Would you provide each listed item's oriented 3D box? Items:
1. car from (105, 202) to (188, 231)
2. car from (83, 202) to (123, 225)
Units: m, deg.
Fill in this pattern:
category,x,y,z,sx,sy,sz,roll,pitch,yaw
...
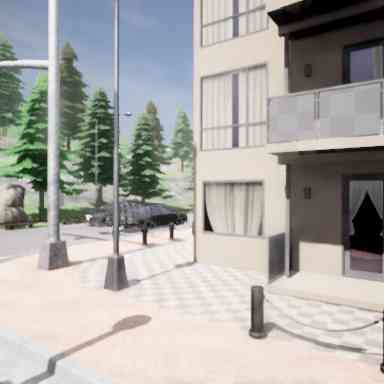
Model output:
category,x,y,z,sx,sy,sz,roll,pitch,yaw
car,-2.426,1.518,20.499,2.033,1.411,5.357,0,0,35
car,-5.136,1.450,22.904,2.128,1.511,4.902,0,0,35
